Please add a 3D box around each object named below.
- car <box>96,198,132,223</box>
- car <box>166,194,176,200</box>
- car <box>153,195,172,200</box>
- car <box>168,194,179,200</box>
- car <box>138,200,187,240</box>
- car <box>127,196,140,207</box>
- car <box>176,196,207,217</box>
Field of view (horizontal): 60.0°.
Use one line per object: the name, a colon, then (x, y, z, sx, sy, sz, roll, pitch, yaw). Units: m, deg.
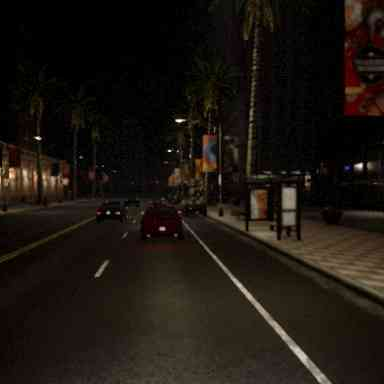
car: (-5.919, 1.453, 24.905, 2.033, 1.411, 5.357, 0, 0, -6)
car: (-5.099, 1.150, 80.197, 2.161, 1.482, 4.786, 0, 0, -6)
car: (-3.487, 1.395, 34.899, 2.033, 1.411, 5.357, 0, 0, -6)
car: (-3.030, 1.087, 58.363, 2.185, 1.767, 4.553, 0, 0, -6)
car: (-1.515, 1.404, 16.597, 1.882, 1.535, 5.008, 0, 0, -6)
car: (-8.216, 1.306, 45.971, 2.128, 1.511, 4.902, 0, 0, -6)
car: (0.142, 1.340, 29.160, 2.231, 1.521, 4.892, 0, 0, -6)
